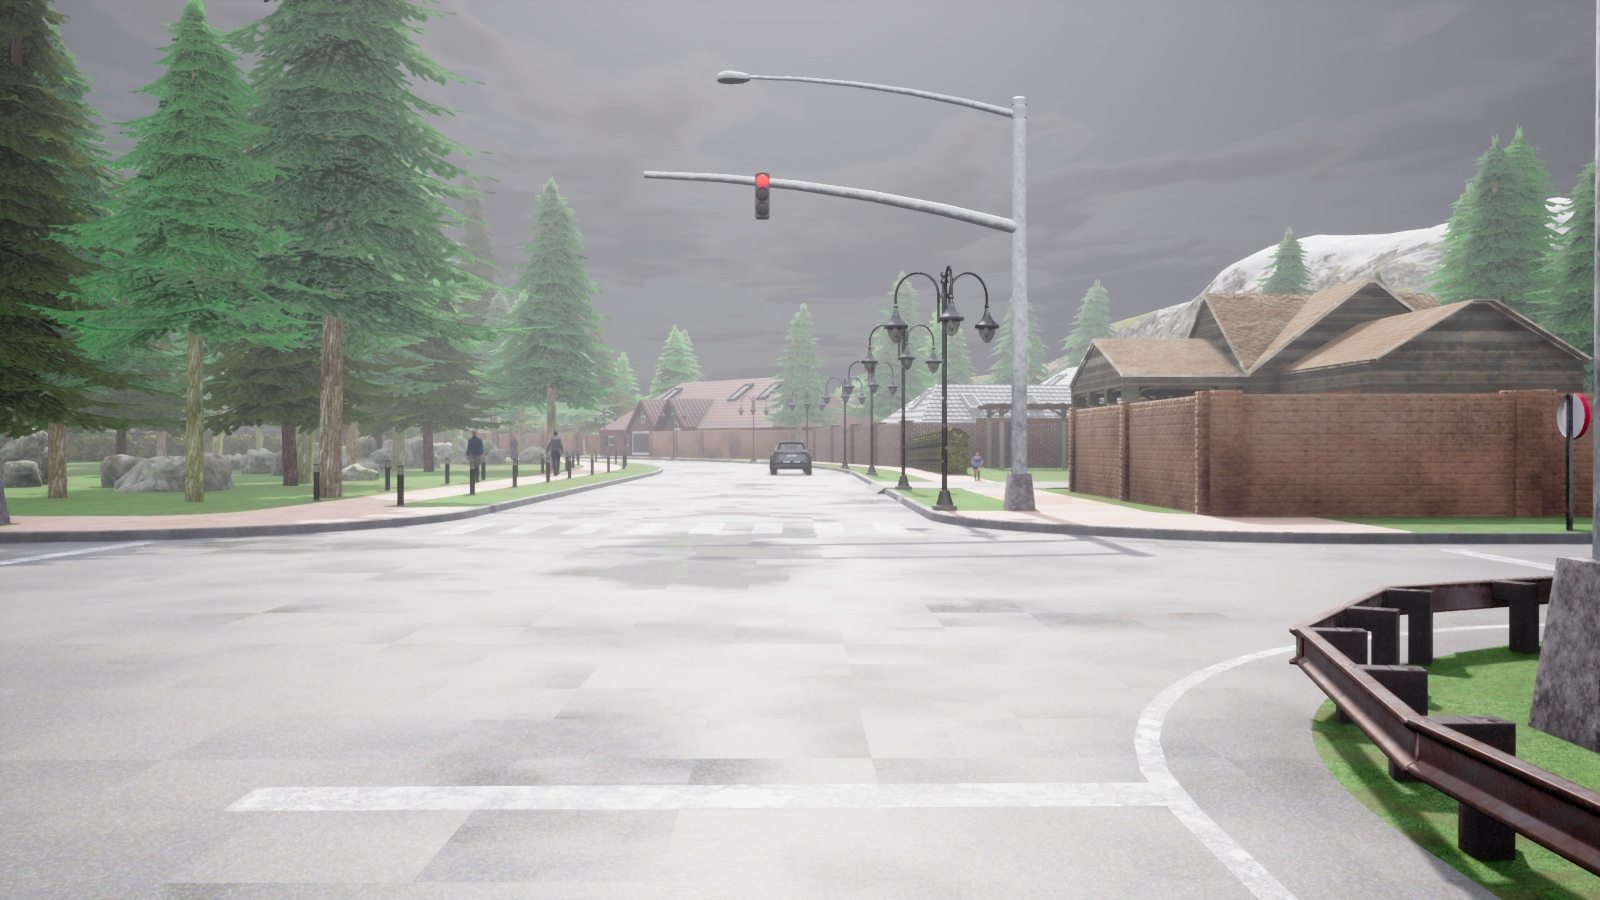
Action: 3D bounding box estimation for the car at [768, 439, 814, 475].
[{"bbox_3d":[-0.469,0.312,59.373,2.033,1.649,4.856,0,0,-2],"label":"car"}]

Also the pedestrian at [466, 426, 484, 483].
[{"bbox_3d":[-10.565,0.133,40.771,0.402,1.842,0.726,0,0,-1],"label":"pedestrian"}]

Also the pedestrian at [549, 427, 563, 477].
[{"bbox_3d":[-9.744,0.081,50.141,0.423,1.949,0.788,0,0,-3],"label":"pedestrian"}]

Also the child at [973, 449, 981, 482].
[{"bbox_3d":[6.062,0.524,42.975,0.255,1.110,0.394,0,0,6],"label":"child"}]
